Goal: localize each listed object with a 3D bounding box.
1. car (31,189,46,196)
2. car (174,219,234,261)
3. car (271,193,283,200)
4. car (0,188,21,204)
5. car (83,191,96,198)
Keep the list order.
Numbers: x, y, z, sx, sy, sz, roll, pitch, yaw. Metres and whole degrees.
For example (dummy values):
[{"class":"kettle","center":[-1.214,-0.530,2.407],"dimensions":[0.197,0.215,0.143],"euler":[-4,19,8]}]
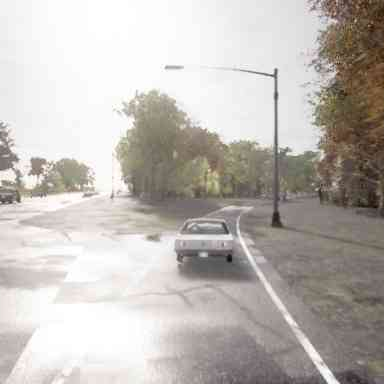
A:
[{"class":"car","center":[-27.054,0.305,58.722],"dimensions":[1.837,1.490,4.892],"euler":[0,1,-11]},{"class":"car","center":[0.513,1.637,12.370],"dimensions":[1.895,1.301,4.718],"euler":[0,0,4]},{"class":"car","center":[22.389,1.259,89.267],"dimensions":[1.837,1.490,4.892],"euler":[0,1,25]},{"class":"car","center":[-24.018,0.520,43.266],"dimensions":[2.150,2.045,5.566],"euler":[0,0,-11]},{"class":"car","center":[-24.086,0.548,77.007],"dimensions":[2.033,1.411,5.357],"euler":[0,0,-11]}]
